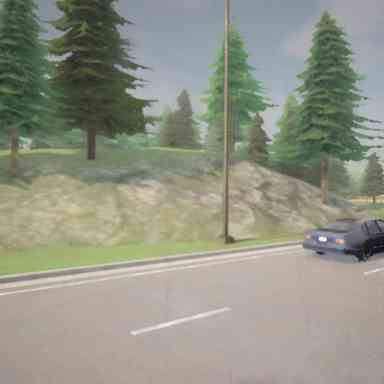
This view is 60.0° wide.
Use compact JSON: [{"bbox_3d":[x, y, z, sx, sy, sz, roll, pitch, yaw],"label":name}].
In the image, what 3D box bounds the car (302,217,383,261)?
[{"bbox_3d":[6.514,1.682,12.809,5.357,1.411,2.033,1,0,-35],"label":"car"}]
